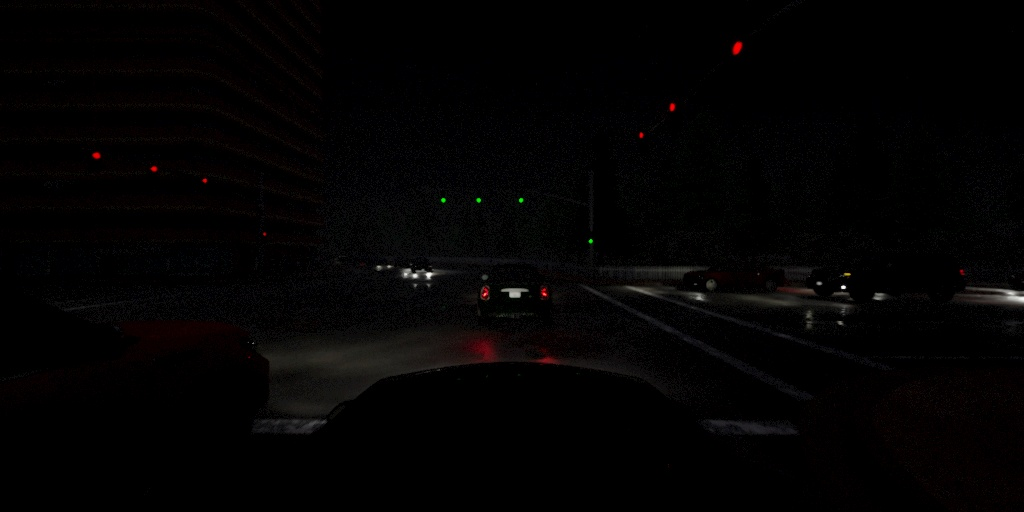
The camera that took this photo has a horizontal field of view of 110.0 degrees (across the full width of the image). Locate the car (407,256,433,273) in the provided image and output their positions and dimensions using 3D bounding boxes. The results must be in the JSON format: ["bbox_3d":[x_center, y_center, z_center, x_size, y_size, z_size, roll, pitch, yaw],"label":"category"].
[{"bbox_3d":[-9.093,0.869,35.810,2.033,1.411,5.357,0,1,-18],"label":"car"}]

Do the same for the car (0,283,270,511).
[{"bbox_3d":[-3.509,0.976,1.318,2.150,2.045,5.566,0,1,-2],"label":"car"}]

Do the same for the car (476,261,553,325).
[{"bbox_3d":[0.071,1.017,11.582,2.097,1.767,4.553,0,1,0],"label":"car"}]

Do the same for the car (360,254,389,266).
[{"bbox_3d":[-19.955,0.584,52.790,5.008,1.535,1.882,1,1,43],"label":"car"}]

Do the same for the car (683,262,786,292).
[{"bbox_3d":[11.887,1.066,19.352,5.008,1.535,1.882,0,1,0],"label":"car"}]

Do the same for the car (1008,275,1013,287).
[{"bbox_3d":[29.890,1.121,19.257,4.674,1.442,1.812,0,1,0],"label":"car"}]

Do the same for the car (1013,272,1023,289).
[{"bbox_3d":[25.721,1.201,15.778,4.181,1.385,1.994,0,1,1],"label":"car"}]

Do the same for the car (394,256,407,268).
[{"bbox_3d":[-13.385,0.700,44.798,2.128,1.511,4.902,0,1,-33],"label":"car"}]

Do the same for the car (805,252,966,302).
[{"bbox_3d":[16.325,0.855,15.829,5.566,2.045,2.150,0,1,0],"label":"car"}]
